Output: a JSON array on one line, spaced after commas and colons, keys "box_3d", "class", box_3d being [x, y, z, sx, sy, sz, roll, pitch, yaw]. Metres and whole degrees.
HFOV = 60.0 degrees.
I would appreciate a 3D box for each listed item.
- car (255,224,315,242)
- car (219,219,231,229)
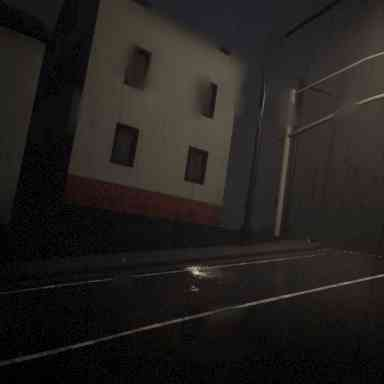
[{"box_3d": [8.042, 3.578, 29.277, 2.033, 1.411, 5.357, 12, -7, -35], "class": "car"}, {"box_3d": [2.376, 3.566, 37.293, 1.837, 1.490, 4.892, 13, -7, -35], "class": "car"}]
